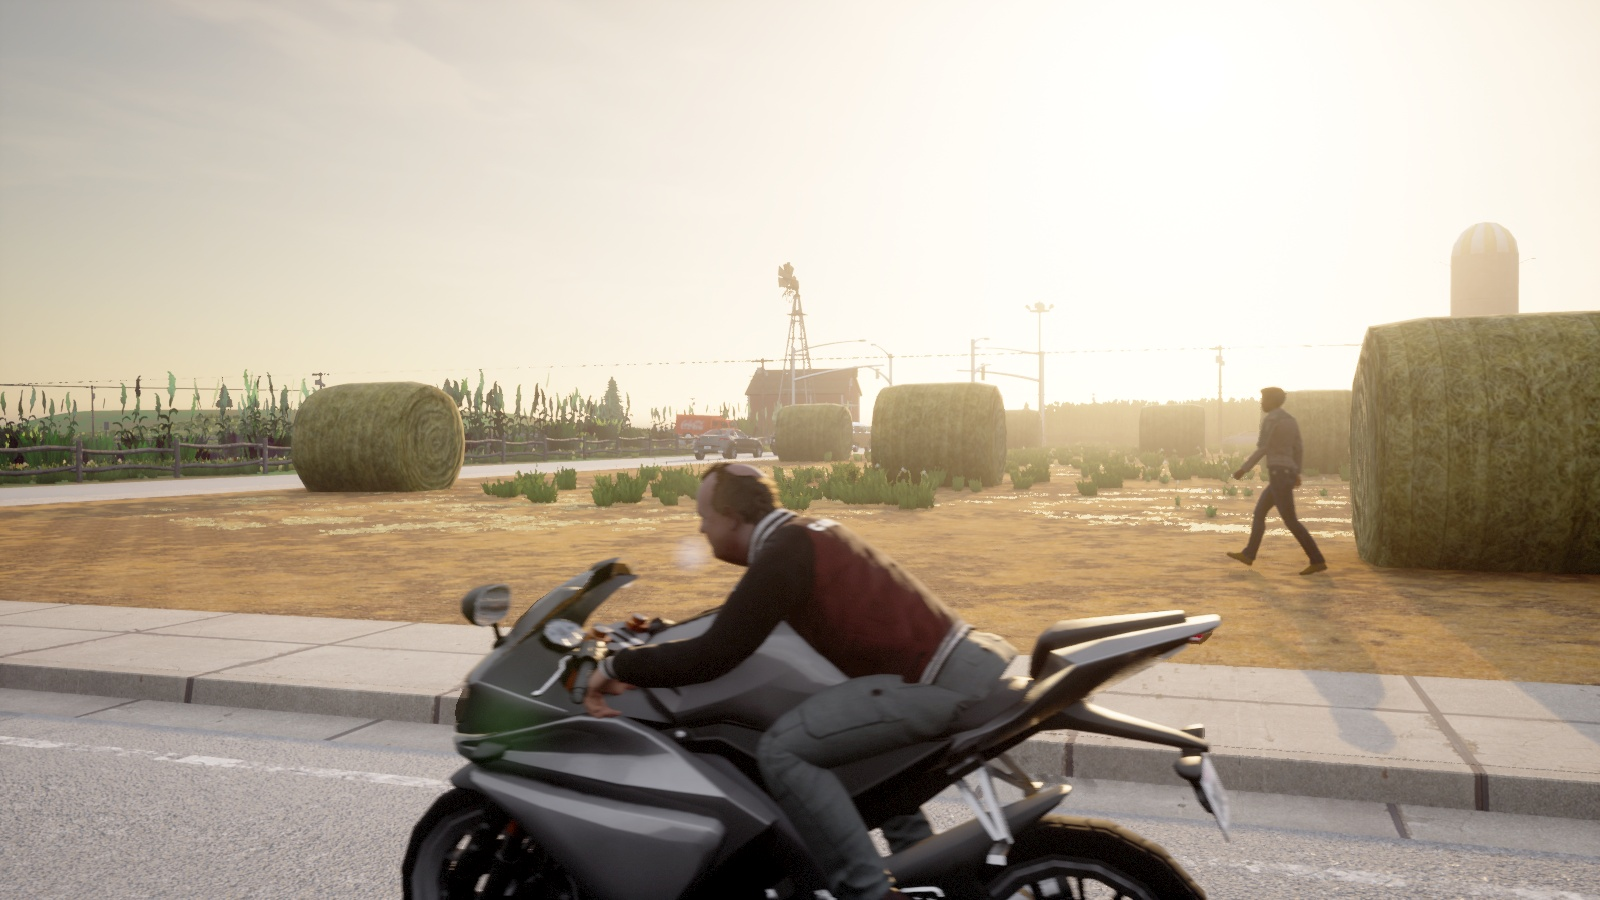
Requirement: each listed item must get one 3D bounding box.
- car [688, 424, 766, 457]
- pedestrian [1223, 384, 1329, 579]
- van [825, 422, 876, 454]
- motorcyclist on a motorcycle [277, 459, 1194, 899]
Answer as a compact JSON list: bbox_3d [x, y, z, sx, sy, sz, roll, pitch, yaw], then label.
[{"bbox_3d":[-3.765,-0.500,65.967,2.152,1.651,5.027,1,1,21],"label":"car"},{"bbox_3d":[4.544,0.286,12.014,0.869,1.805,0.328,1,1,44],"label":"pedestrian"},{"bbox_3d":[3.459,-0.823,84.409,2.069,2.038,4.480,1,1,21],"label":"van"},{"bbox_3d":[-0.145,0.809,3.242,2.191,1.530,0.866,1,1,19],"label":"motorcyclist on a motorcycle"}]
